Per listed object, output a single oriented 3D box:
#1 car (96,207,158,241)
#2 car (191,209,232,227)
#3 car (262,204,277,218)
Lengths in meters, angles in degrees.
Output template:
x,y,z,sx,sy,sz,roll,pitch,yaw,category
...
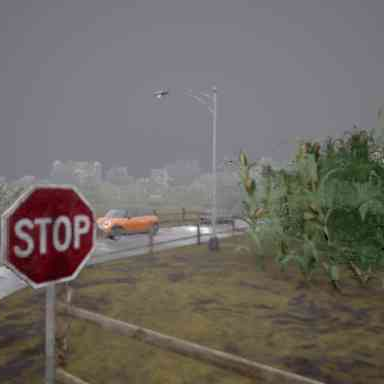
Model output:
x,y,z,sx,sy,sz,roll,pitch,yaw,category
-4.056,1.737,19.516,2.097,1.767,4.553,0,-1,35,car
1.748,2.088,27.738,1.994,1.385,4.181,0,-1,36,car
9.337,2.187,38.479,1.837,1.490,4.892,0,1,36,car
